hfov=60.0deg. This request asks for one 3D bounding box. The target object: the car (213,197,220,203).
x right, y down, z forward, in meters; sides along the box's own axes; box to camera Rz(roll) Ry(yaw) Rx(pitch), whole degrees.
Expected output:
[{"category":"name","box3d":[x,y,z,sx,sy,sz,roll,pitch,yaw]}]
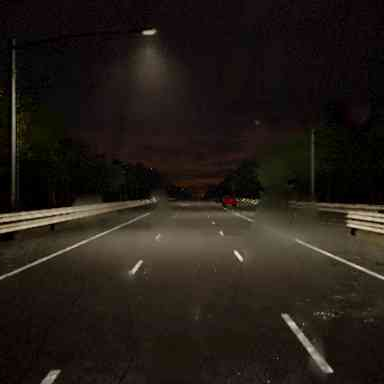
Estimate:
[{"category":"car","box3d":[7.032,2.196,85.945,1.837,1.490,4.892,0,-1,0]}]

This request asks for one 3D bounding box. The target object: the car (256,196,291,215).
[{"category":"car","box3d":[9.364,1.519,38.670,2.150,2.045,5.566,0,0,-12]}]

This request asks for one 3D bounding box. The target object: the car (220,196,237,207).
[{"category":"car","box3d":[6.880,1.665,61.344,2.150,2.045,5.566,0,0,0]}]
